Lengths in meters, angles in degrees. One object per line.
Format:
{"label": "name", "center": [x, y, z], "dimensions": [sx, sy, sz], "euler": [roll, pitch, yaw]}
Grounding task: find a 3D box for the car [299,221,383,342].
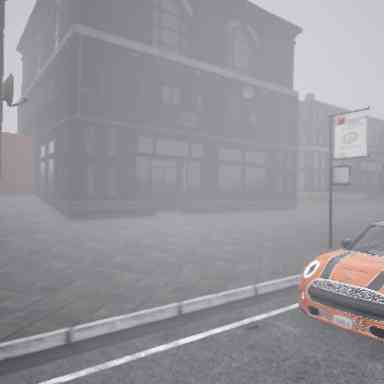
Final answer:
{"label": "car", "center": [4.098, 1.351, 6.303], "dimensions": [4.553, 1.767, 2.097], "euler": [0, 0, -35]}
